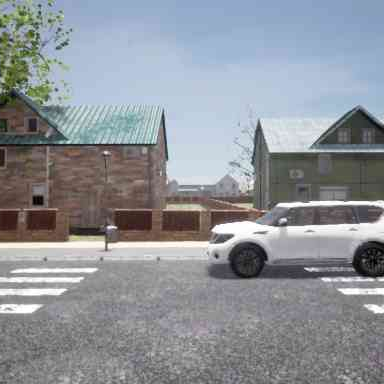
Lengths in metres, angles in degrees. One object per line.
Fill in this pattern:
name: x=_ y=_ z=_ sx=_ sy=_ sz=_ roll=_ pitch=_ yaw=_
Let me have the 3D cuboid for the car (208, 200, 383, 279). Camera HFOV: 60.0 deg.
car: x=3.239 y=1.277 z=9.801 sx=5.566 sy=2.045 sz=2.150 roll=-1 pitch=-1 yaw=1
